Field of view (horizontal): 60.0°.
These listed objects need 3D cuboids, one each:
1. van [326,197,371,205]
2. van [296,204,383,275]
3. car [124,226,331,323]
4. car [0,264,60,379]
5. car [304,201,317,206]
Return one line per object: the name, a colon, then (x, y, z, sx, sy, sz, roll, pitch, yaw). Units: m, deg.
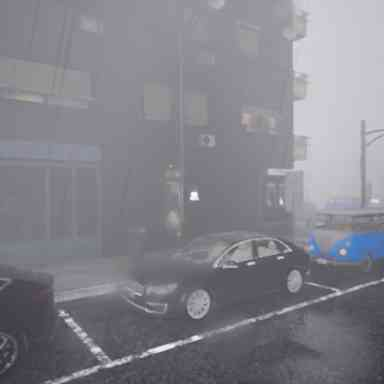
van: (14.463, 1.349, 31.027, 1.690, 1.788, 3.998, 0, 0, -35)
van: (5.282, 1.390, 10.367, 3.998, 1.788, 1.690, 0, -1, -36)
car: (0.729, 1.573, 7.102, 4.403, 1.369, 2.008, 0, -1, -36)
car: (-3.826, 1.561, 3.839, 4.313, 1.339, 1.947, 0, -1, -36)
car: (11.274, 1.548, 35.537, 1.947, 1.339, 4.313, 0, 0, -35)
